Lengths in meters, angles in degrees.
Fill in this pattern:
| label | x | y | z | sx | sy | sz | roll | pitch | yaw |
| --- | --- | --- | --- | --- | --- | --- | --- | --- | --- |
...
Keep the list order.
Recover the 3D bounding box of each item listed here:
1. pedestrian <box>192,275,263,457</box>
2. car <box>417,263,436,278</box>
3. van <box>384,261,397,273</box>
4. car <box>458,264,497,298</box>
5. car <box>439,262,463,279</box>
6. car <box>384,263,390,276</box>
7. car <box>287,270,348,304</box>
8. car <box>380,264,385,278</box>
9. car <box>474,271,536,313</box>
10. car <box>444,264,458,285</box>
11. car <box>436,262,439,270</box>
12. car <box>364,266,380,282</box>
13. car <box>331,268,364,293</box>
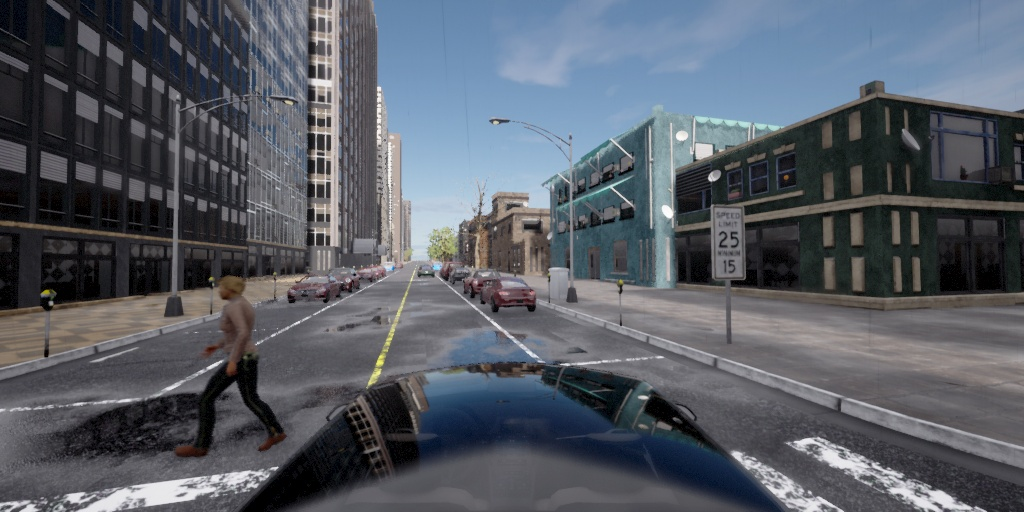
| label | x | y | z | sx | sy | sz | roll | pitch | yaw |
| --- | --- | --- | --- | --- | --- | --- | --- | --- | --- |
| pedestrian | -2.832 | 1.053 | 3.610 | 0.375 | 1.860 | 0.375 | 1 | -2 | -15 |
| car | -10.509 | 1.889 | 43.855 | 1.994 | 1.385 | 4.181 | 0 | -1 | -15 |
| van | -20.946 | 1.904 | 60.907 | 1.690 | 1.789 | 3.998 | 0 | 0 | -15 |
| car | -1.642 | 1.425 | 20.088 | 1.967 | 1.591 | 4.097 | 0 | 0 | -15 |
| car | -5.839 | 1.528 | 36.186 | 2.192 | 1.841 | 5.009 | 0 | 0 | -15 |
| car | -16.748 | 1.897 | 44.807 | 1.888 | 1.381 | 4.507 | 0 | 0 | -15 |
| car | -9.751 | 1.559 | 17.973 | 1.802 | 1.307 | 4.207 | 0 | 0 | -15 |
| car | -15.348 | 1.861 | 39.440 | 1.802 | 1.307 | 4.207 | 0 | 0 | -15 |
| car | -0.242 | 1.489 | 14.719 | 1.802 | 1.307 | 4.207 | 0 | 0 | -15 |
| car | -4.440 | 1.689 | 30.820 | 2.007 | 1.370 | 4.403 | 0 | 0 | -15 |
| car | -7.239 | 1.602 | 41.555 | 2.192 | 1.841 | 5.009 | 0 | 0 | -15 |
| car | -13.949 | 1.787 | 34.071 | 1.802 | 1.307 | 4.207 | 0 | 0 | -15 |
| car | -11.150 | 1.494 | 23.339 | 1.967 | 1.591 | 4.097 | 0 | 0 | -15 |
